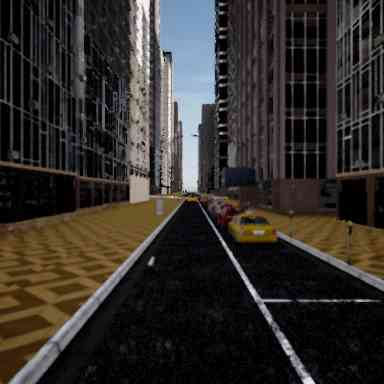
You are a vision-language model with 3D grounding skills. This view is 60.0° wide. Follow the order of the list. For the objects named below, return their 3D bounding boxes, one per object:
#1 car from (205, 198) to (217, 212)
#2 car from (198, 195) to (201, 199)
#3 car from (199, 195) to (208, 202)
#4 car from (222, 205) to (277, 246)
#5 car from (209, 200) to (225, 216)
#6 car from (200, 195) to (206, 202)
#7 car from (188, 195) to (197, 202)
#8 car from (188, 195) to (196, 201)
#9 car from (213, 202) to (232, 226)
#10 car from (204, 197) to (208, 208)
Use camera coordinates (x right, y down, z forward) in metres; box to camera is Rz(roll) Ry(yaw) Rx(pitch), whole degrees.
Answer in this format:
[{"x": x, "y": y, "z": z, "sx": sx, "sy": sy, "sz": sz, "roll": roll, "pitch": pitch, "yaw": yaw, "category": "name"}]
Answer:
[{"x": 2.581, "y": 1.532, "z": 31.598, "sx": 2.008, "sy": 1.369, "sz": 4.403, "roll": 0, "pitch": 0, "yaw": 0, "category": "car"}, {"x": 2.603, "y": 1.470, "z": 70.627, "sx": 1.752, "sy": 1.417, "sz": 4.829, "roll": 0, "pitch": 0, "yaw": 0, "category": "car"}, {"x": 2.606, "y": 1.489, "z": 76.009, "sx": 2.008, "sy": 1.369, "sz": 4.403, "roll": 0, "pitch": 0, "yaw": 0, "category": "car"}, {"x": 2.572, "y": 1.518, "z": 15.114, "sx": 1.752, "sy": 1.417, "sz": 4.829, "roll": 0, "pitch": 0, "yaw": 0, "category": "car"}, {"x": 2.578, "y": 1.567, "z": 26.047, "sx": 1.802, "sy": 1.307, "sz": 4.206, "roll": 0, "pitch": 0, "yaw": 0, "category": "car"}, {"x": 2.590, "y": 1.511, "z": 48.252, "sx": 1.887, "sy": 1.381, "sz": 4.507, "roll": 0, "pitch": 0, "yaw": 0, "category": "car"}, {"x": 0.039, "y": 1.419, "z": 71.596, "sx": 1.882, "sy": 1.535, "sz": 5.008, "roll": 0, "pitch": 0, "yaw": 0, "category": "car"}, {"x": 0.047, "y": 1.476, "z": 86.215, "sx": 1.994, "sy": 1.385, "sz": 4.181, "roll": 0, "pitch": 0, "yaw": 0, "category": "car"}, {"x": 2.575, "y": 1.534, "z": 20.496, "sx": 1.887, "sy": 1.381, "sz": 4.507, "roll": 0, "pitch": 0, "yaw": 0, "category": "car"}, {"x": 2.584, "y": 1.501, "z": 37.319, "sx": 1.752, "sy": 1.417, "sz": 4.829, "roll": 0, "pitch": 0, "yaw": 0, "category": "car"}]
